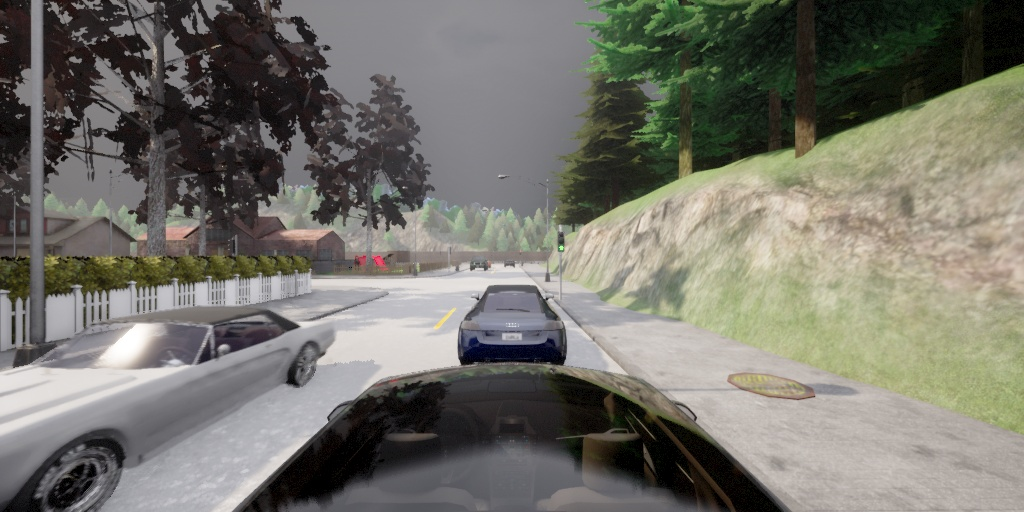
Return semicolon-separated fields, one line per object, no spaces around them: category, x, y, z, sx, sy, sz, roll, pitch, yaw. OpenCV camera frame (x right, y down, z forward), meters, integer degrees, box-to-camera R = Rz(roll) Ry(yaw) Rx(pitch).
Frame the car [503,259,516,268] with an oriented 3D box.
car;-0.425;1.246;62.977;1.837;1.490;4.892;0;0;0

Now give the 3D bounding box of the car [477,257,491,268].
car;-4.572;1.094;59.291;2.097;1.767;4.553;0;0;0

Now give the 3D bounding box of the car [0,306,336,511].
car;-4.085;1.350;4.188;1.895;1.301;4.718;0;0;0

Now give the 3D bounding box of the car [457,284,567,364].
car;0.009;1.313;7.975;1.994;1.385;4.181;0;0;0

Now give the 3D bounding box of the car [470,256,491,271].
car;-4.507;0.966;49.463;2.150;2.045;5.566;0;0;0
